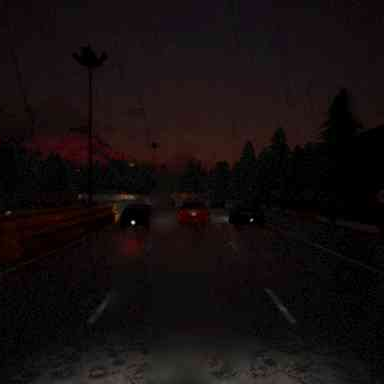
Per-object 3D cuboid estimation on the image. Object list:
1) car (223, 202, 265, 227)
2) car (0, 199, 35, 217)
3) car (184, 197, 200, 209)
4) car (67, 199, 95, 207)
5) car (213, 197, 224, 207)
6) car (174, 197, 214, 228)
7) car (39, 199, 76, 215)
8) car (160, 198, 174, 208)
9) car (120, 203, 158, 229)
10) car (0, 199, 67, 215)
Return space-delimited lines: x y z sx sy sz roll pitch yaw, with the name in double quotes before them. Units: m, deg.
"car" 3.595 1.495 22.492 2.128 1.511 4.902 0 0 0
"car" -17.580 1.506 32.857 1.837 1.490 4.892 0 1 0
"car" 0.029 1.498 46.371 2.128 1.511 4.902 0 0 1
"car" -10.583 1.551 33.193 2.033 1.411 5.357 0 0 0
"car" 3.532 1.498 46.650 2.128 1.511 4.902 0 0 1
"car" 0.097 1.355 22.224 2.097 1.767 4.553 0 0 0
"car" -14.063 1.508 35.052 1.837 1.490 4.892 0 0 0
"car" -3.468 1.531 46.972 1.812 1.442 4.674 0 0 1
"car" -3.407 1.507 21.662 1.837 1.490 4.892 0 0 0
"car" -10.583 1.355 22.497 2.097 1.767 4.553 0 0 0
